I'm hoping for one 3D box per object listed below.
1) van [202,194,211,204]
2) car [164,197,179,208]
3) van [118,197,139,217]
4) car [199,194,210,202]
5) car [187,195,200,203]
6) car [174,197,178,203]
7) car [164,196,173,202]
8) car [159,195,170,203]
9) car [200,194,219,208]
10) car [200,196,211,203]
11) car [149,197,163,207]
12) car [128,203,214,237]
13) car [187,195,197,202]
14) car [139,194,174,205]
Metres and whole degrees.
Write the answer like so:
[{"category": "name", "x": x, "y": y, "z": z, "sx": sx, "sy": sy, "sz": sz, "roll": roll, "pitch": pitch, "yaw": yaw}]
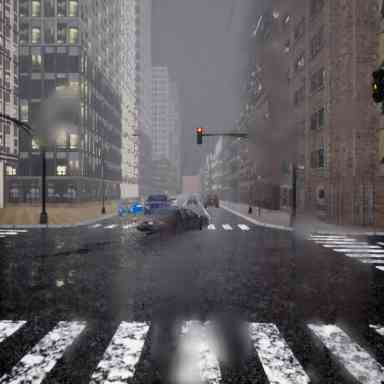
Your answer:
[{"category": "van", "x": 2.750, "y": 1.366, "z": 63.883, "sx": 1.690, "sy": 1.788, "sz": 3.998, "roll": 0, "pitch": 0, "yaw": 0}, {"category": "car", "x": -3.038, "y": 1.542, "z": 50.232, "sx": 1.812, "sy": 1.442, "sz": 4.674, "roll": 0, "pitch": 0, "yaw": 1}, {"category": "van", "x": -5.661, "y": 1.347, "z": 30.584, "sx": 1.690, "sy": 1.788, "sz": 3.998, "roll": 0, "pitch": 0, "yaw": 0}, {"category": "car", "x": 2.760, "y": 1.348, "z": 74.985, "sx": 2.192, "sy": 1.841, "sz": 5.009, "roll": 0, "pitch": 0, "yaw": 0}, {"category": "car", "x": 0.061, "y": 1.623, "z": 60.104, "sx": 1.895, "sy": 1.301, "sz": 4.718, "roll": 0, "pitch": 0, "yaw": 0}, {"category": "car", "x": -3.059, "y": 1.611, "z": 39.963, "sx": 1.895, "sy": 1.301, "sz": 4.718, "roll": 0, "pitch": 0, "yaw": 0}, {"category": "car", "x": -5.614, "y": 1.589, "z": 80.543, "sx": 2.008, "sy": 1.369, "sz": 4.403, "roll": 0, "pitch": 0, "yaw": 0}, {"category": "car", "x": -5.625, "y": 1.469, "z": 69.440, "sx": 1.967, "sy": 1.590, "sz": 4.097, "roll": 0, "pitch": 0, "yaw": 0}, {"category": "car", "x": 2.734, "y": 1.329, "z": 47.231, "sx": 2.192, "sy": 1.841, "sz": 5.009, "roll": 0, "pitch": 0, "yaw": 0}, {"category": "car", "x": 2.756, "y": 1.580, "z": 69.433, "sx": 2.008, "sy": 1.369, "sz": 4.403, "roll": 0, "pitch": 0, "yaw": 0}, {"category": "car", "x": -5.641, "y": 1.543, "z": 52.618, "sx": 1.752, "sy": 1.417, "sz": 4.829, "roll": 0, "pitch": 0, "yaw": 0}, {"category": "car", "x": -0.892, "y": 1.550, "z": 18.151, "sx": 2.033, "sy": 1.411, "sz": 5.357, "roll": 1, "pitch": 0, "yaw": 26}, {"category": "car", "x": 0.069, "y": 1.419, "z": 70.080, "sx": 2.033, "sy": 1.411, "sz": 5.357, "roll": 0, "pitch": 0, "yaw": 0}, {"category": "car", "x": -3.079, "y": 1.227, "z": 30.254, "sx": 2.150, "sy": 2.045, "sz": 5.566, "roll": 0, "pitch": 0, "yaw": 0}]
